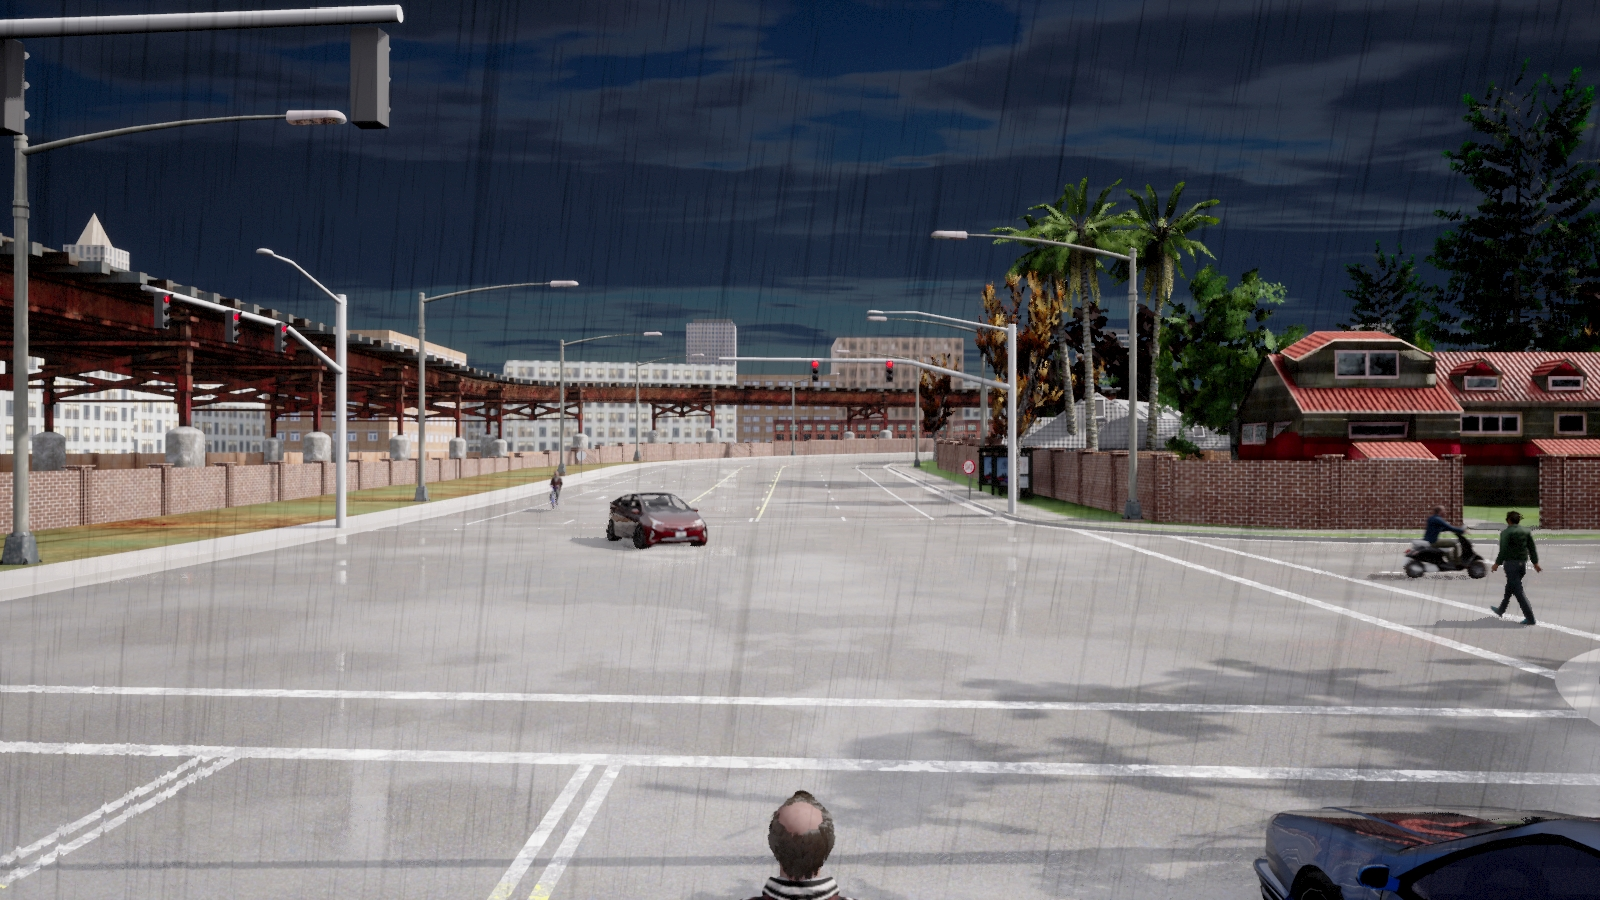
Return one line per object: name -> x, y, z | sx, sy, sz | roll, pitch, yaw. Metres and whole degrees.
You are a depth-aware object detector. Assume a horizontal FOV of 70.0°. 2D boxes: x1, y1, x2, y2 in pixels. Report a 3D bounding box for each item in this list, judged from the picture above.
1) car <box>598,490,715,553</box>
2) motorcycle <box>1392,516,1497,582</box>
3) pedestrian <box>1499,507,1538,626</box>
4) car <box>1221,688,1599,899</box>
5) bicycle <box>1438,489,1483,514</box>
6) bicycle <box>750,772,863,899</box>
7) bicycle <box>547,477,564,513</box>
car -> -4.286, 2.018, 33.540 | 2.007, 1.525, 4.514 | 0, 0, -27
motorcycle -> 13.973, 2.139, 24.813 | 1.805, 1.341, 0.856 | 0, -1, 3
pedestrian -> 11.460, 1.848, 18.226 | 0.375, 1.860, 0.375 | 0, 0, -9
car -> 3.467, 2.106, 4.038 | 2.033, 1.411, 5.357 | 0, 0, 1
bicycle -> 29.149, 2.256, 50.413 | 1.487, 1.080, 0.859 | 0, 0, -1
bicycle -> 0.019, 2.048, 3.681 | 0.329, 1.496, 1.835 | 0, 0, 0
bicycle -> -10.519, 1.932, 49.117 | 0.329, 1.496, 1.835 | 0, -1, 0
